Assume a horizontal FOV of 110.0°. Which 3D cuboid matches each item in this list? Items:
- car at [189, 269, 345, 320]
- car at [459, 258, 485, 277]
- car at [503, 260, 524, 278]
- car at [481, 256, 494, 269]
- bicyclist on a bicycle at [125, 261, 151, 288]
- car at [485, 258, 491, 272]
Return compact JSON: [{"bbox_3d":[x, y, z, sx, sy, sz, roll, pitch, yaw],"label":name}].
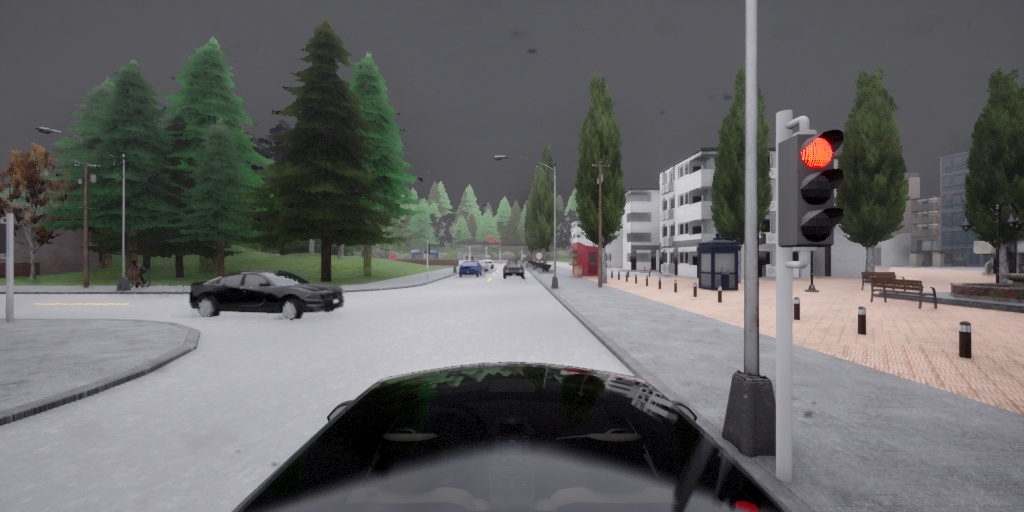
[{"bbox_3d":[-8.266,1.227,12.242,5.008,1.535,1.882,0,0,10],"label":"car"},{"bbox_3d":[-4.089,1.228,35.828,1.882,1.535,5.008,0,0,0],"label":"car"},{"bbox_3d":[0.146,1.351,33.510,1.895,1.301,4.718,0,0,-1],"label":"car"},{"bbox_3d":[-4.025,0.971,56.389,2.150,2.045,5.566,0,0,0],"label":"car"},{"bbox_3d":[-22.137,1.099,21.137,0.582,1.620,1.656,0,0,0],"label":"bicyclist on a bicycle"},{"bbox_3d":[-4.070,1.276,45.989,1.812,1.442,4.674,0,0,0],"label":"car"}]
